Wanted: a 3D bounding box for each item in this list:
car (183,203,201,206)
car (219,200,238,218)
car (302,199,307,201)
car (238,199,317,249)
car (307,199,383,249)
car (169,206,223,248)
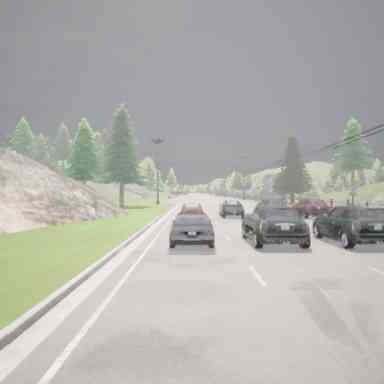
[{"bbox_3d":[0.000,1.614,29.690,1.895,1.301,4.718,0,0,0],"label":"car"},{"bbox_3d":[3.500,1.493,29.660,2.128,1.511,4.902,0,0,0],"label":"car"},{"bbox_3d":[10.500,1.364,29.630,2.097,1.767,4.553,0,0,0],"label":"car"},{"bbox_3d":[3.500,1.363,14.630,2.097,1.767,4.553,0,0,0],"label":"car"},{"bbox_3d":[7.000,1.363,14.630,2.097,1.767,4.553,0,0,0],"label":"car"},{"bbox_3d":[0.000,1.560,14.660,2.033,1.411,5.357,0,0,0],"label":"car"}]
